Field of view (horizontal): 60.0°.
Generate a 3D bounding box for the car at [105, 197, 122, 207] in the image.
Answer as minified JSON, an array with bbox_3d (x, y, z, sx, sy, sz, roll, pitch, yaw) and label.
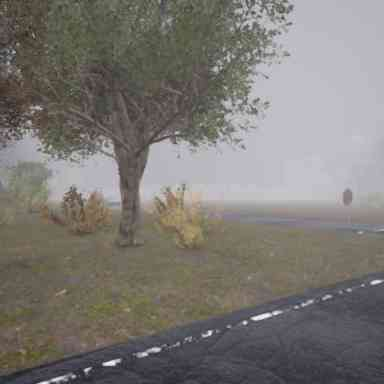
[{"bbox_3d":[-12.733,1.532,51.789,2.033,1.411,5.357,0,0,-35],"label":"car"}]
